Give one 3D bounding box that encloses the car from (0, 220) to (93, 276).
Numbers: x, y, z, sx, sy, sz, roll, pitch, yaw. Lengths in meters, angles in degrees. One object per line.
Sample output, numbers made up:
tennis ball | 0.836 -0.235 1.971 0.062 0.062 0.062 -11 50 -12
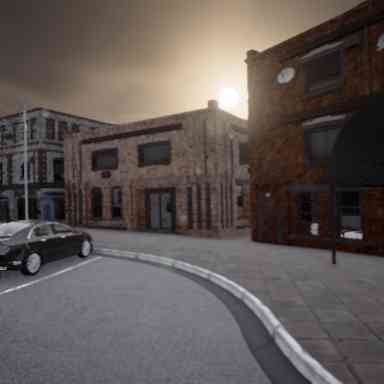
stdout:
car | -5.146 1.680 11.158 2.231 1.521 4.892 0 -1 12
